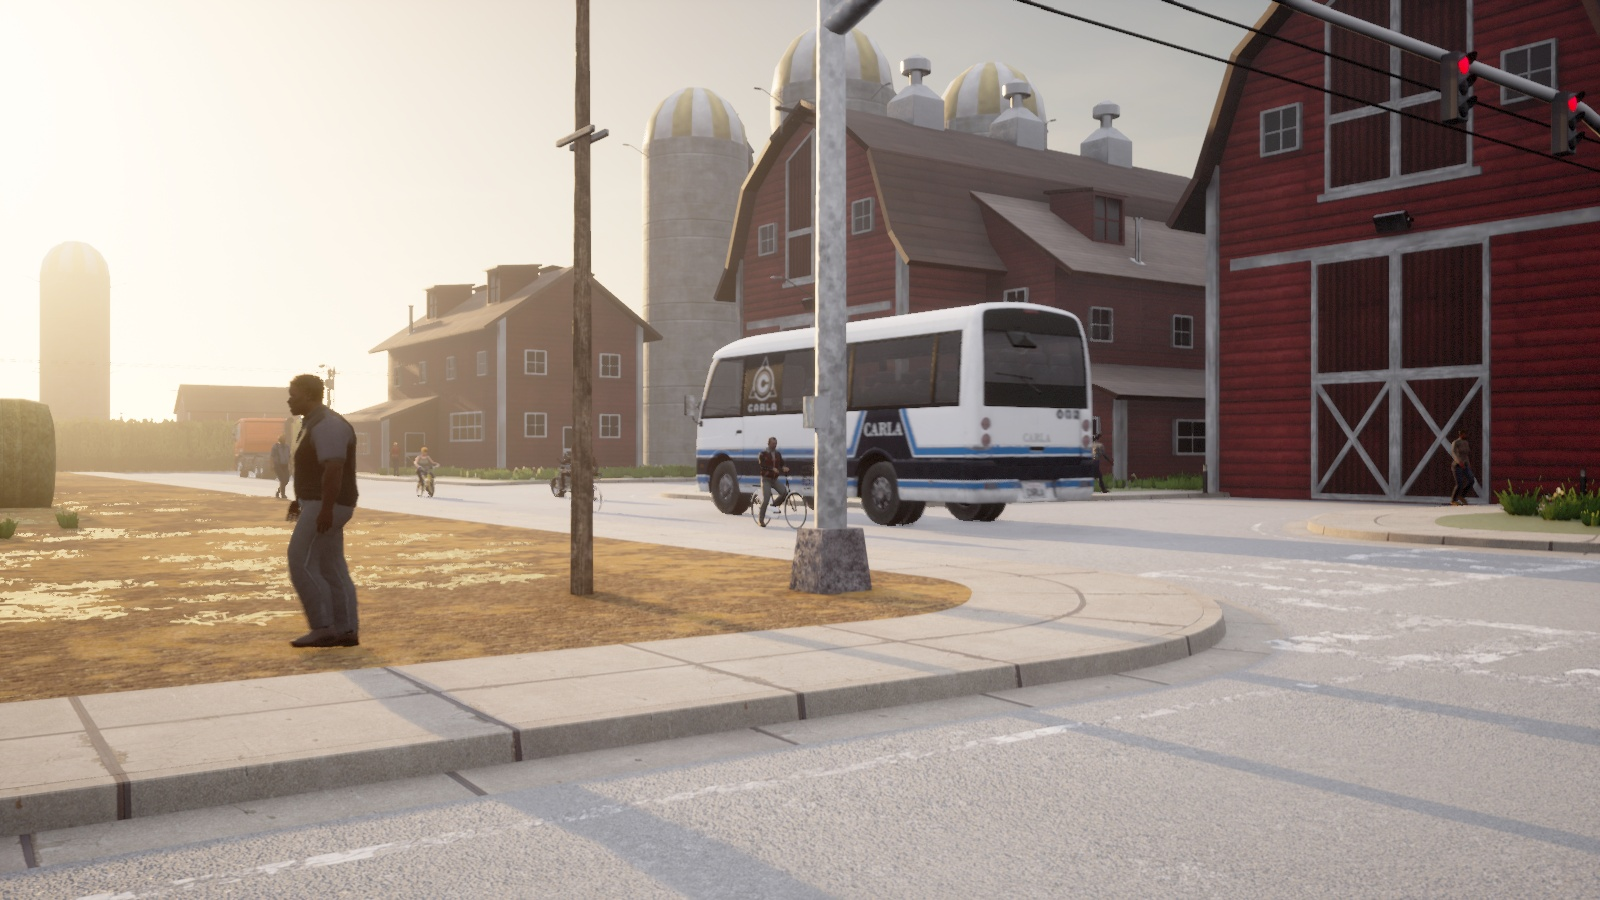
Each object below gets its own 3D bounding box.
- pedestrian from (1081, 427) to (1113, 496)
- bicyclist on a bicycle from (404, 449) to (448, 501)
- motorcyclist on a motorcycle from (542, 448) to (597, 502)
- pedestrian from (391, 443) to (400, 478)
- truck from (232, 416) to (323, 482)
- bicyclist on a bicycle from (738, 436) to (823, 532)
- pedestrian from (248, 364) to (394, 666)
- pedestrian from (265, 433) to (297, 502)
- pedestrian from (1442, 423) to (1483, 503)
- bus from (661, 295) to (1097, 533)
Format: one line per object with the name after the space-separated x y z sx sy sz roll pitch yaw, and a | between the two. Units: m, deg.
8.460 0.313 35.757 0.788 1.949 0.423 0 0 -20 | pedestrian
-11.873 0.768 39.870 0.866 1.612 1.509 0 0 -36 | bicyclist on a bicycle
-7.250 0.769 39.469 0.766 1.649 2.350 0 0 -36 | motorcyclist on a motorcycle
-21.496 0.572 66.757 0.331 1.846 0.636 0 0 -26 | pedestrian
-29.073 -0.041 69.629 2.891 3.462 7.936 0 0 -36 | truck
-0.399 0.634 24.027 0.659 1.776 1.843 -1 0 -36 | bicyclist on a bicycle
-3.151 0.406 8.252 0.849 1.883 0.563 0 0 -25 | pedestrian
-14.096 0.472 34.097 0.694 1.848 0.540 0 0 38 | pedestrian
15.158 0.287 28.737 0.328 1.805 0.869 0 0 -15 | pedestrian
1.223 -0.611 27.751 3.944 4.253 10.273 0 0 -36 | bus
